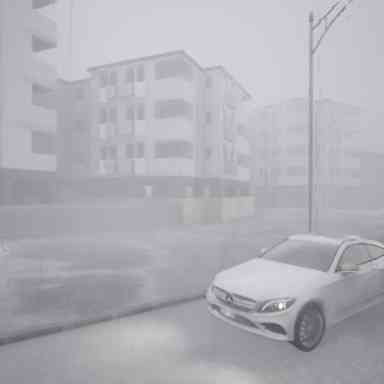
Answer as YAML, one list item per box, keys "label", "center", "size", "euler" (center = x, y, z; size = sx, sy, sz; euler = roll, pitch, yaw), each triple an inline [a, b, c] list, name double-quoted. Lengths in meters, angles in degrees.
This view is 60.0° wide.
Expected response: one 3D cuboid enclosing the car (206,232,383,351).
- label: "car"
  center: [2.437, 1.541, 6.328]
  size: [4.674, 1.442, 1.812]
  euler: [0, 0, -35]
